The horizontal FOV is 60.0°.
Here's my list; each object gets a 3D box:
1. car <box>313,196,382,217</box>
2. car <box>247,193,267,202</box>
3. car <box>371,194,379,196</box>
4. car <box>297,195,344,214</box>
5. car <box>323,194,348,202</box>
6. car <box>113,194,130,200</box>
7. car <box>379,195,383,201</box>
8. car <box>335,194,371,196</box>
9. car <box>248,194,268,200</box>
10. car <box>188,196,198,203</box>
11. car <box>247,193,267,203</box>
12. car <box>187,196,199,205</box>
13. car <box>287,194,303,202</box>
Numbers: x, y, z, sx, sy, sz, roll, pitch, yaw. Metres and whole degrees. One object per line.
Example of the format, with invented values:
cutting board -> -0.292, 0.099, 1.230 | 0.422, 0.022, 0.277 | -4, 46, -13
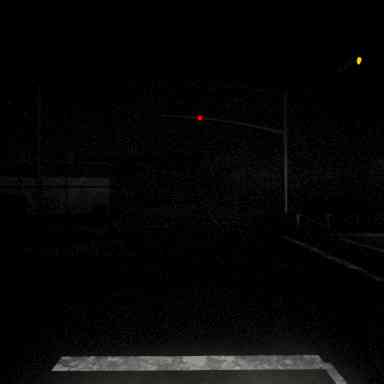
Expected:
car -> 13.070, 1.339, 28.212 | 4.514, 1.523, 2.007 | 0, 0, 0
car -> 13.426, 1.077, 68.932 | 3.866, 1.878, 1.905 | 0, 0, 0
car -> 38.354, 1.232, 69.017 | 3.806, 1.475, 1.970 | 0, 0, 0
car -> 13.006, 1.330, 31.348 | 5.027, 1.636, 2.152 | 0, 0, 0
car -> 31.291, 1.298, 72.653 | 4.514, 1.523, 2.007 | 0, 0, 0
car -> -19.433, 1.332, 91.525 | 4.674, 1.442, 1.812 | 0, 0, 0
car -> 38.701, 1.153, 62.601 | 5.027, 1.636, 2.152 | 0, 0, 0
car -> 20.636, 1.320, 43.223 | 3.633, 1.501, 1.845 | 0, 0, 0
car -> 18.102, 1.333, 91.563 | 4.902, 1.511, 2.128 | 0, 0, 0
car -> 0.249, 1.547, 69.629 | 2.033, 1.411, 5.357 | 0, 0, 0
car -> 12.827, 1.361, 65.605 | 3.806, 1.475, 1.970 | 0, 0, 0
car -> 0.227, 1.506, 58.514 | 1.837, 1.490, 4.892 | 0, 0, 0
car -> 21.306, 1.097, 65.675 | 4.605, 1.855, 1.932 | 0, 0, 0
